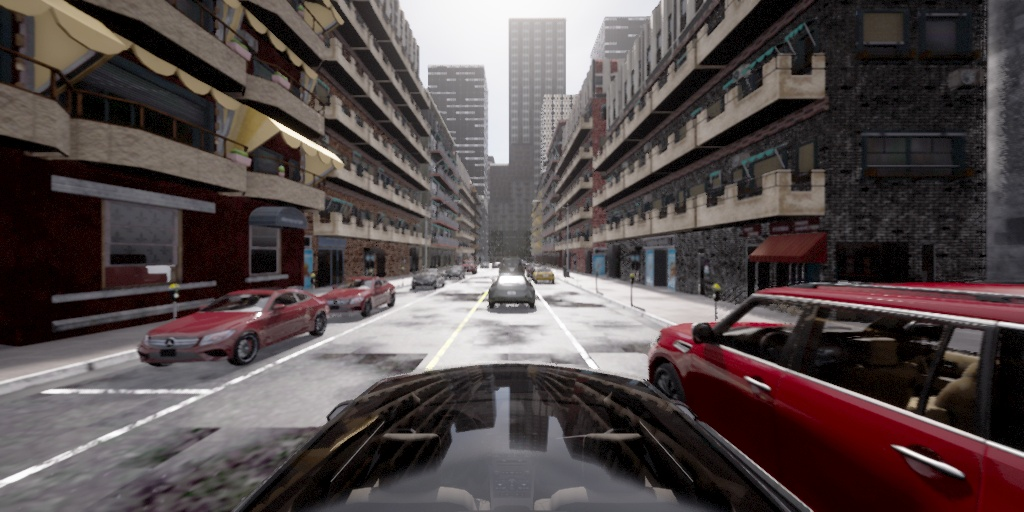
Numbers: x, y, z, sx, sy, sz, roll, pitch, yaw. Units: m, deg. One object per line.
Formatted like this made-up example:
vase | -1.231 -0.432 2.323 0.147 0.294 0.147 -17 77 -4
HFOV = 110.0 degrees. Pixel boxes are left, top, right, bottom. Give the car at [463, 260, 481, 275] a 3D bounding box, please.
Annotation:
car | -5.712 1.481 47.248 2.192 1.841 5.009 0 0 0

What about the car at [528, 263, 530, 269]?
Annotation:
car | 2.673 1.628 36.019 1.948 1.339 4.313 0 0 0

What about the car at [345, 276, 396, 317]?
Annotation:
car | -5.697 1.441 13.637 1.802 1.307 4.207 0 0 0

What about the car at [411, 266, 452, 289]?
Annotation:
car | -5.702 1.511 24.841 2.007 1.370 4.403 0 0 0

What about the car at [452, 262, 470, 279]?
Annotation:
car | -5.707 1.613 36.044 2.007 1.370 4.403 0 0 0

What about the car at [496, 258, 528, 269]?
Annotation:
car | -0.012 1.232 30.875 2.150 2.045 5.566 0 0 0

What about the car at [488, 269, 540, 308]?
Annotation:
car | -0.002 1.445 16.130 1.994 1.385 4.181 0 0 0

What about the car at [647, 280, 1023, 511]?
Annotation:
car | 2.689 1.071 2.409 2.192 1.841 5.009 0 0 0

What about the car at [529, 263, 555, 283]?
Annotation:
car | 2.676 1.537 30.587 1.751 1.417 4.829 0 0 0

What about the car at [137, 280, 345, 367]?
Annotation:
car | -5.695 1.390 8.035 1.802 1.307 4.207 0 0 0
